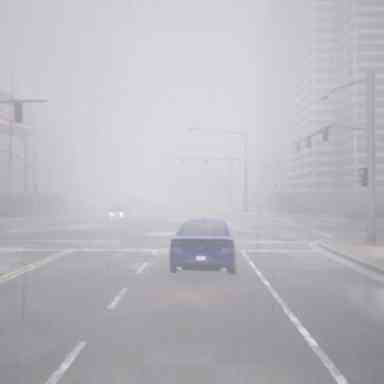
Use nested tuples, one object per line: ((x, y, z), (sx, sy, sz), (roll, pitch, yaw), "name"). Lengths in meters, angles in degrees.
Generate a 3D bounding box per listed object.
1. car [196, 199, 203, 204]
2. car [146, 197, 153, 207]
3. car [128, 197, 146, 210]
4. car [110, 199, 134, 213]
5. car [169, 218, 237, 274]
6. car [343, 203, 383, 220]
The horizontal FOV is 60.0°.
((1.836, 2.411, 85.051), (1.812, 1.442, 4.674), (0, -1, 1), "car")
((-9.134, 2.219, 64.933), (2.033, 1.411, 5.357), (0, -1, 2), "car")
((-9.431, 1.782, 54.253), (2.150, 2.045, 5.566), (0, -1, 1), "car")
((-9.644, 2.026, 44.904), (1.994, 1.385, 4.181), (0, -1, 1), "car")
((0.474, 1.595, 11.119), (1.882, 1.535, 5.008), (0, 0, 5), "car")
((16.870, 1.842, 31.342), (4.892, 1.490, 1.837), (0, -1, 1), "car")
